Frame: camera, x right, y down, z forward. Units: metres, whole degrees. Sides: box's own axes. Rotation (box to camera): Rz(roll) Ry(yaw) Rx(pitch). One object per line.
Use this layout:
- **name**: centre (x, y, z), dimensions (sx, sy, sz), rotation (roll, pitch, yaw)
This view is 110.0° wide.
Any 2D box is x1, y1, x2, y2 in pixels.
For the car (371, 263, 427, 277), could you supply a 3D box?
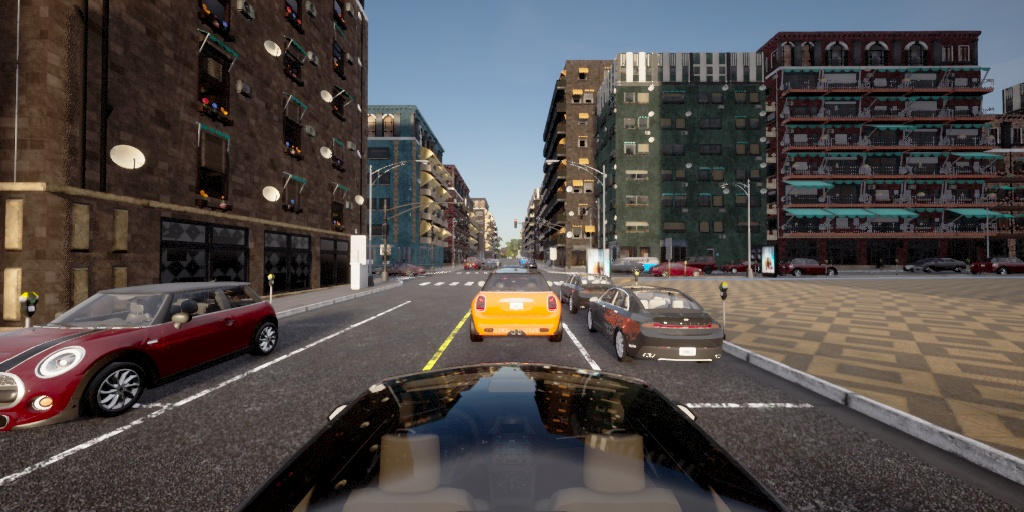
- **car**: centre (-11.342, 1.411, 36.122), dimensions (5.357, 1.411, 2.033), rotation (0, -1, 0)

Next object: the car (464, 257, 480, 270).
- **car**: centre (-5.705, 1.083, 51.749), dimensions (2.192, 1.841, 5.009), rotation (0, 0, 0)

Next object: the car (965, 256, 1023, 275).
- **car**: centre (41.336, 0.811, 29.959), dimensions (4.097, 1.591, 1.967), rotation (0, 0, 0)

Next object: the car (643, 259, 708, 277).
- **car**: centre (13.699, 1.162, 30.149), dimensions (4.207, 1.307, 1.802), rotation (0, 0, 0)

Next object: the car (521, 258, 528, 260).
- **car**: centre (2.675, 1.334, 51.712), dimensions (1.948, 1.339, 4.313), rotation (0, 0, 0)

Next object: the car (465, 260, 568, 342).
- **car**: centre (0.095, 1.104, 9.928), dimensions (2.097, 1.767, 4.553), rotation (0, 0, 0)

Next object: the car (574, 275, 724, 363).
- **car**: centre (2.819, 1.302, 7.949), dimensions (2.007, 1.370, 4.403), rotation (0, 0, 0)

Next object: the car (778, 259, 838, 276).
- **car**: centre (24.754, 0.935, 30.073), dimensions (4.097, 1.591, 1.967), rotation (0, 0, 0)

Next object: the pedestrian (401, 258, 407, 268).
- **pedestrian**: centre (-12.542, 1.097, 41.672), dimensions (0.375, 1.860, 0.375), rotation (0, 0, 0)

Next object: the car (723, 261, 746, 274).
- **car**: centre (24.814, 1.165, 38.453), dimensions (4.507, 1.381, 1.888), rotation (0, 0, 0)

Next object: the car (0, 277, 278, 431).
- **car**: centre (-5.820, 1.191, 5.711), dimensions (1.967, 1.591, 4.097), rotation (0, 0, 0)

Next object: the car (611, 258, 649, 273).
- **car**: centre (10.724, 1.183, 36.125), dimensions (4.902, 1.511, 2.128), rotation (0, -1, 4)

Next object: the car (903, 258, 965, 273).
- **car**: centre (41.986, 0.944, 35.723), dimensions (4.902, 1.511, 2.128), rotation (0, -1, 1)

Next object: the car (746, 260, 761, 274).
- **car**: centre (26.762, 1.073, 35.861), dimensions (4.892, 1.490, 1.837), rotation (0, -1, 0)

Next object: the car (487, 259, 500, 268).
- **car**: centre (-3.098, 1.298, 60.997), dimensions (1.812, 1.442, 4.674), rotation (0, 0, 0)

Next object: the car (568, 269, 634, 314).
- **car**: centre (2.817, 1.304, 13.519), dimensions (2.007, 1.370, 4.403), rotation (0, 0, 0)

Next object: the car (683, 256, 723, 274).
- **car**: centre (19.286, 0.977, 38.491), dimensions (5.009, 1.841, 2.192), rotation (0, 0, 0)
